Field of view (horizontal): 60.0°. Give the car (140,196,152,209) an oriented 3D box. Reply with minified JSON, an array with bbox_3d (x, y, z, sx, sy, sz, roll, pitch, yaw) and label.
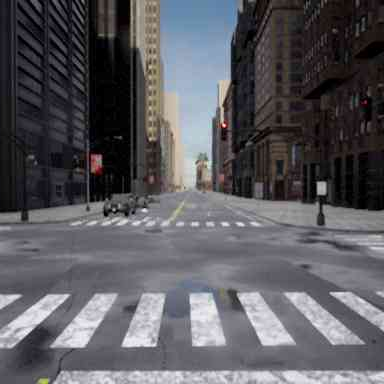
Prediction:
[{"bbox_3d":[-6.614,1.402,42.397,1.837,1.490,4.892,0,0,0],"label":"car"}]

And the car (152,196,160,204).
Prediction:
[{"bbox_3d":[-6.609,1.414,57.290,1.994,1.385,4.181,0,0,0],"label":"car"}]

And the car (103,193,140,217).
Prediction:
[{"bbox_3d":[-6.617,1.152,30.943,2.150,2.045,5.566,0,0,0],"label":"car"}]
